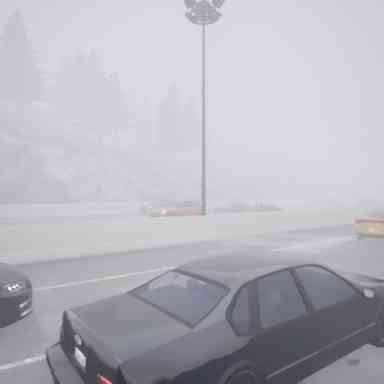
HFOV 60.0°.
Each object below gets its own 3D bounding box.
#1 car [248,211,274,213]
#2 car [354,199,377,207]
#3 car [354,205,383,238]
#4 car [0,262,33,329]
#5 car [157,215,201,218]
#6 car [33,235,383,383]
[{"bbox_3d":[5.622,1.639,26.822,4.181,1.385,1.994,0,0,-43],"label":"car"},{"bbox_3d":[28.190,1.752,53.861,4.718,1.301,1.895,0,0,-44],"label":"car"},{"bbox_3d":[9.731,1.523,16.174,5.008,1.535,1.882,0,0,-41],"label":"car"},{"bbox_3d":[-4.928,1.505,4.635,4.902,1.511,2.128,0,0,-35],"label":"car"},{"bbox_3d":[-1.124,1.423,25.557,4.553,1.767,2.097,0,0,-41],"label":"car"},{"bbox_3d":[0.979,1.561,4.561,5.357,1.411,2.033,0,0,-37],"label":"car"}]
